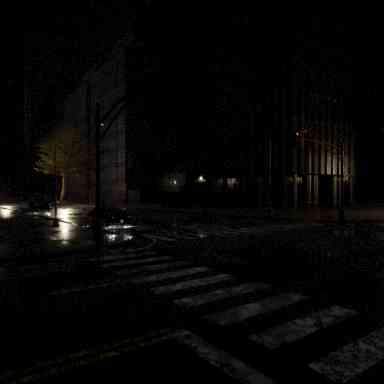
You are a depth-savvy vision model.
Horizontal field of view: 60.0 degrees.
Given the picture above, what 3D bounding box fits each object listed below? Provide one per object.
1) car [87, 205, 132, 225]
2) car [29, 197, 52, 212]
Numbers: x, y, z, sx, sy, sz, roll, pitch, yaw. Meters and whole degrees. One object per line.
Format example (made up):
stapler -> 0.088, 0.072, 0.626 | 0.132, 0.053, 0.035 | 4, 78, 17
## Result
car -> -6.671, 1.760, 26.458 | 2.033, 1.411, 5.357 | 0, -1, -36
car -> -21.509, 1.711, 46.927 | 2.150, 2.045, 5.566 | 0, 0, -36
